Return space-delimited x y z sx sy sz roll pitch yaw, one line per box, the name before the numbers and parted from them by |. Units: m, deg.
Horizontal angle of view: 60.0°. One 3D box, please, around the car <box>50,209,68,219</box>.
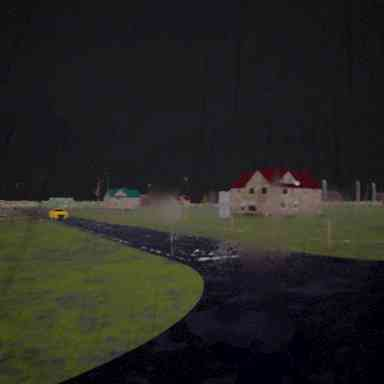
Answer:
car | -19.300 3.137 48.126 1.882 1.535 5.008 2 -3 -30
